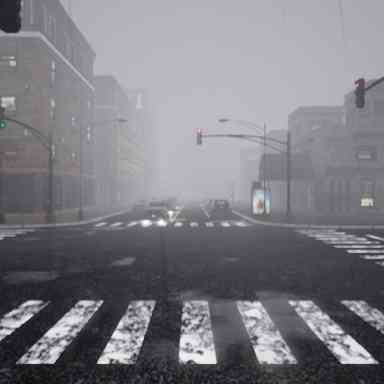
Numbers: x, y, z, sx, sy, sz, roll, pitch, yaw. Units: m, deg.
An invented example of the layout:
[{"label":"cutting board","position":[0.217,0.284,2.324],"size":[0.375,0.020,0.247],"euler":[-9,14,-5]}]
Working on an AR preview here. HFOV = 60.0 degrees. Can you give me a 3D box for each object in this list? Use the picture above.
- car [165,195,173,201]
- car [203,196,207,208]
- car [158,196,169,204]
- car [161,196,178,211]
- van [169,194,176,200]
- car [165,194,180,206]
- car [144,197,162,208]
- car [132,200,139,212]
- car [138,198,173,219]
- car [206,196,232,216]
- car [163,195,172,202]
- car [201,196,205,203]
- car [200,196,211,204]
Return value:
[{"label":"car","position":[-5.647,1.533,82.932],"size":[1.752,1.417,4.829],"euler":[-1,0,0]},{"label":"car","position":[2.710,1.566,43.233],"size":[1.802,1.307,4.206],"euler":[0,0,0]},{"label":"car","position":[-5.657,1.518,65.843],"size":[1.752,1.417,4.829],"euler":[0,0,0]},{"label":"car","position":[-3.077,1.548,40.117],"size":[1.994,1.385,4.181],"euler":[0,0,0]},{"label":"van","position":[-5.642,1.362,94.496],"size":[1.690,1.788,3.998],"euler":[-1,0,0]},{"label":"car","position":[-3.053,1.488,53.248],"size":[1.837,1.490,4.892],"euler":[0,1,0]},{"label":"car","position":[-5.667,1.536,48.923],"size":[2.008,1.369,4.403],"euler":[0,0,0]},{"label":"car","position":[-5.674,1.534,37.529],"size":[2.008,1.369,4.403],"euler":[0,0,0]},{"label":"car","position":[-3.084,1.531,29.275],"size":[2.033,1.411,5.357],"euler":[0,0,0]},{"label":"car","position":[2.703,1.423,31.839],"size":[1.967,1.590,4.097],"euler":[0,0,0]},{"label":"car","position":[-5.652,1.442,77.405],"size":[1.967,1.590,4.097],"euler":[0,0,0]},{"label":"car","position":[2.714,1.536,48.930],"size":[2.008,1.369,4.403],"euler":[0,0,0]},{"label":"car","position":[2.724,1.544,66.020],"size":[2.008,1.369,4.403],"euler":[-1,0,0]}]
